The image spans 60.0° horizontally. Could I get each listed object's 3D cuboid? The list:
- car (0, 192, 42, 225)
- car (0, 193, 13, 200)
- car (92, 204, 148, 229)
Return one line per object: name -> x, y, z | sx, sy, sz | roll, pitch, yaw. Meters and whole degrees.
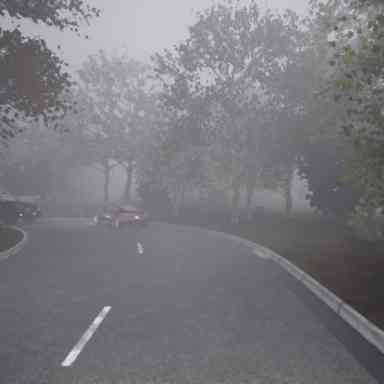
car -> -12.518, 0.987, 21.208 | 5.566, 2.045, 2.150 | 0, -3, 10
car -> -44.573, 1.010, 77.025 | 5.008, 1.535, 2.097 | 0, 0, 0
car -> -4.495, 1.431, 20.480 | 1.994, 1.385, 4.181 | 3, -2, -42
